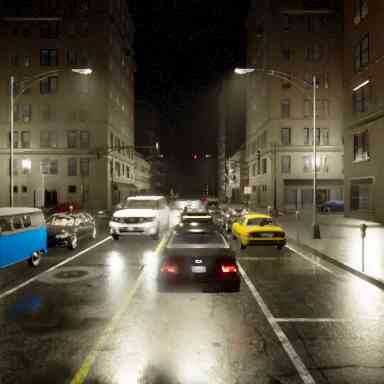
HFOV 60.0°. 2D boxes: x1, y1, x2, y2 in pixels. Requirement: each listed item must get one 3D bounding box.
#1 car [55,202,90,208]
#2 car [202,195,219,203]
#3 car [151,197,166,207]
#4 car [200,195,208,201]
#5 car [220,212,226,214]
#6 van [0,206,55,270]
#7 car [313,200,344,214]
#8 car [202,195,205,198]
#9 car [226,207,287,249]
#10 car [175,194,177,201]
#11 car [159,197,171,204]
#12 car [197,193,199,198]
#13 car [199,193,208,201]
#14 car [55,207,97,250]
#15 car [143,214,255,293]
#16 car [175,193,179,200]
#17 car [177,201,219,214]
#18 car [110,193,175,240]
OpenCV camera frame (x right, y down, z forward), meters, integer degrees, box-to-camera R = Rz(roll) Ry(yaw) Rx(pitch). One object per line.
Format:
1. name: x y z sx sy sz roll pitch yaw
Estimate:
1. car: -10.985 1.616 30.868 4.181 1.385 1.994 0 0 6
2. car: 2.834 1.549 46.393 2.008 1.369 4.403 0 0 0
3. car: -5.168 1.523 51.938 1.752 1.417 4.829 0 0 0
4. car: 3.004 1.554 86.165 1.947 1.339 4.313 0 0 0
5. car: 2.720 1.550 19.517 2.008 1.369 4.403 0 0 0
6. van: -5.357 1.341 8.738 1.690 1.788 3.998 0 0 0
7. car: 14.660 1.473 34.106 4.181 1.385 1.994 0 0 0
8. car: 2.858 1.579 52.074 1.802 1.307 4.206 0 0 0
9. car: 2.703 1.525 14.281 1.752 1.417 4.829 0 0 0
10. car: -5.069 1.542 74.832 2.008 1.369 4.403 0 0 0
11. car: -5.118 1.561 63.470 1.947 1.339 4.313 0 0 0
12. car: 2.980 1.305 80.483 2.192 1.841 5.009 0 0 0
13. car: 2.931 1.434 69.120 1.967 1.590 4.097 0 0 0
14. car: -5.332 1.550 14.145 2.008 1.369 4.403 0 0 0
15. car: 0.136 1.547 8.970 2.033 1.411 5.357 0 0 0
16. car: -5.021 1.428 86.194 1.967 1.590 4.097 0 0 0
17. car: 0.192 1.491 19.416 2.128 1.511 4.902 0 0 -2
18. car: -2.449 1.221 17.115 2.150 2.045 5.566 0 0 4
